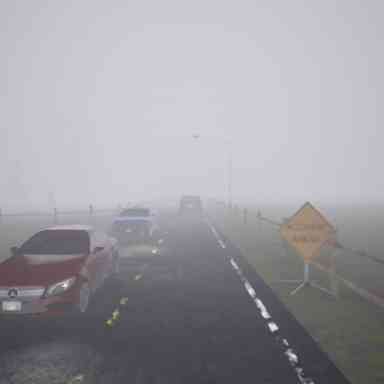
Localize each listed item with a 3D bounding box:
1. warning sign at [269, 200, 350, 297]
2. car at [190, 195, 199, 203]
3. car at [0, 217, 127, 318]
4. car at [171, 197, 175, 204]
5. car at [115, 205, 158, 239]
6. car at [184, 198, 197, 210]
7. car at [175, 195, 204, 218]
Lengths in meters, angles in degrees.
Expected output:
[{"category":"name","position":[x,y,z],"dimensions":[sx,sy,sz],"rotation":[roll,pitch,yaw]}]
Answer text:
[{"category":"warning sign","position":[2.429,1.117,7.055],"dimensions":[1.300,1.860,1.060],"rotation":[1,1,0]},{"category":"car","position":[0.529,1.492,73.034],"dimensions":[2.097,1.767,4.553],"rotation":[0,0,0]},{"category":"car","position":[-2.879,1.541,7.583],"dimensions":[1.812,1.442,4.674],"rotation":[0,0,-1]},{"category":"car","position":[-3.153,1.686,67.635],"dimensions":[1.994,1.385,4.181],"rotation":[0,0,0]},{"category":"car","position":[-2.940,1.506,17.873],"dimensions":[1.882,1.535,5.008],"rotation":[0,0,0]},{"category":"car","position":[-0.197,1.597,45.890],"dimensions":[1.812,1.442,4.674],"rotation":[0,0,0]},{"category":"car","position":[-0.108,1.266,30.582],"dimensions":[2.150,2.045,5.566],"rotation":[0,0,0]}]
